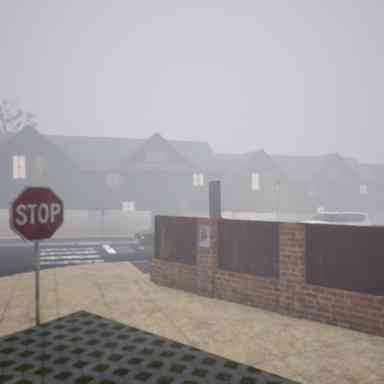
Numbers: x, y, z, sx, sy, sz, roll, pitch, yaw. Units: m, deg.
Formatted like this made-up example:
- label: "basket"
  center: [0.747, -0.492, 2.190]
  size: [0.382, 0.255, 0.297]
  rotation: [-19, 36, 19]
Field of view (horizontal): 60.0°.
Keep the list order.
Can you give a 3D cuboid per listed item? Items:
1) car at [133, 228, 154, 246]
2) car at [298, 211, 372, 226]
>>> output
- label: "car"
  center: [-0.375, 2.226, 17.824]
  size: [5.357, 1.411, 2.033]
  rotation: [2, -2, -24]
- label: "car"
  center: [9.228, 2.284, 21.787]
  size: [5.566, 2.045, 2.150]
  rotation: [2, -2, -22]
